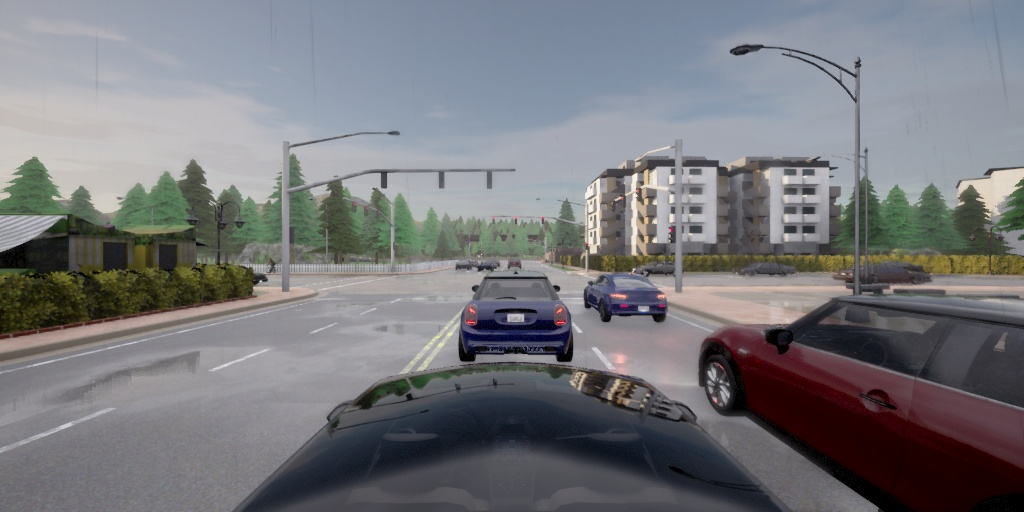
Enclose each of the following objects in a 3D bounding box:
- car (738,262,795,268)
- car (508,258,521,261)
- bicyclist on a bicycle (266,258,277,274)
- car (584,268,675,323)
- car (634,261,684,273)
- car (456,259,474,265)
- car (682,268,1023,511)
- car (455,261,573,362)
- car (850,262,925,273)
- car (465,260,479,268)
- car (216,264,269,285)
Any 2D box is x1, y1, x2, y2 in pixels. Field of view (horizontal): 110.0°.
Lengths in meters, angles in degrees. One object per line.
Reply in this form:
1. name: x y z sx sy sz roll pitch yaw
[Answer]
1. car: 24.746 1.297 35.229 5.357 1.411 2.033 0 0 0
2. car: 0.429 1.102 60.158 2.097 1.767 4.553 0 0 0
3. bicyclist on a bicycle: -25.591 1.052 38.158 0.582 1.620 1.656 0 0 -1
4. car: 3.646 1.276 12.093 1.812 1.442 4.674 0 0 1
5. car: 14.250 1.242 34.975 4.902 1.511 2.128 0 0 -2
6. car: -6.797 1.228 50.901 1.882 1.535 5.008 0 0 0
7. car: 3.605 1.102 3.104 2.097 1.767 4.553 0 0 0
8. car: 0.093 1.102 8.383 2.097 1.767 4.553 0 0 1
9. car: 25.340 1.297 24.654 5.357 1.411 2.033 0 0 1
10. car: -6.739 1.314 60.818 1.994 1.385 4.181 0 0 0
11. car: -19.362 1.297 23.793 5.357 1.411 2.033 0 0 -1
